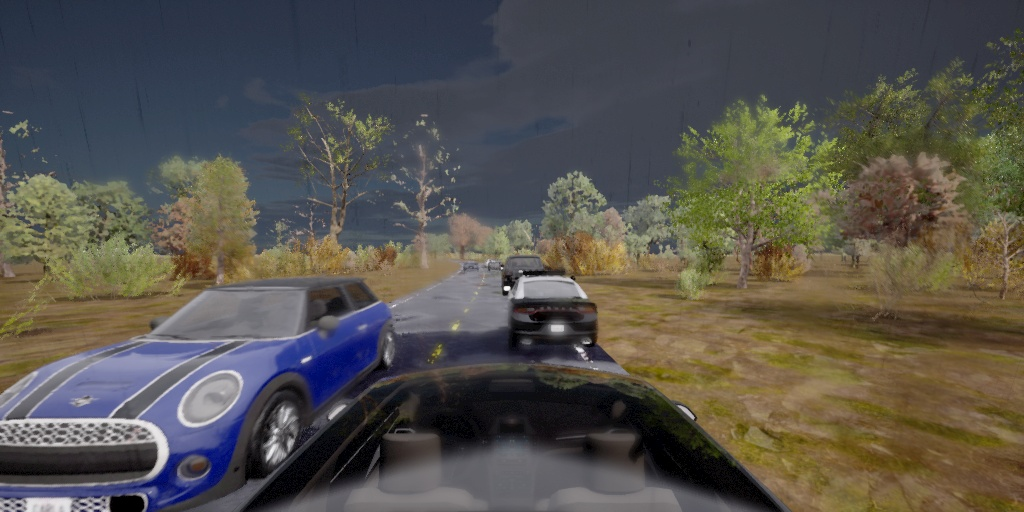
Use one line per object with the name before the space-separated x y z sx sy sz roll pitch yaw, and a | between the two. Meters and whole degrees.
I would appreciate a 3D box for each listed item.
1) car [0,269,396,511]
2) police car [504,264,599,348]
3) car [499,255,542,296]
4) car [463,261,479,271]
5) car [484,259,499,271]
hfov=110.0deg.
car | -3.149 1.101 4.659 2.097 1.767 4.553 0 0 -1
police car | 0.820 1.173 9.415 1.930 1.638 5.238 0 0 -1
car | 0.531 0.971 19.380 2.150 2.045 5.566 0 0 -2
car | -5.442 1.311 47.759 1.994 1.385 4.181 0 0 -6
car | -2.313 1.237 48.066 2.128 1.511 4.902 0 0 -5
